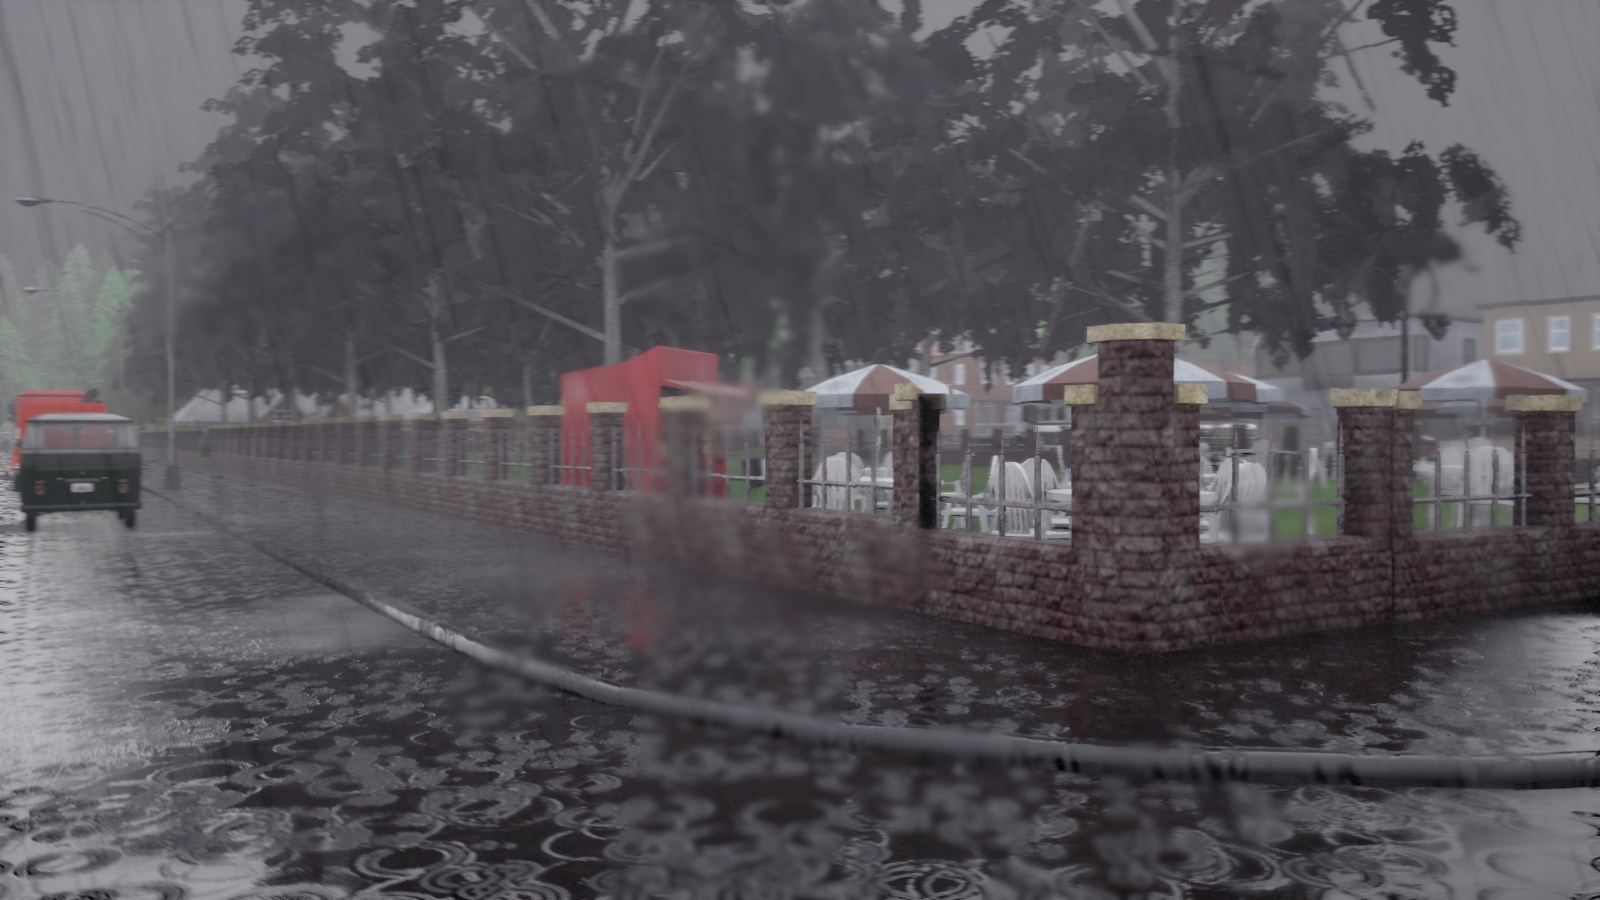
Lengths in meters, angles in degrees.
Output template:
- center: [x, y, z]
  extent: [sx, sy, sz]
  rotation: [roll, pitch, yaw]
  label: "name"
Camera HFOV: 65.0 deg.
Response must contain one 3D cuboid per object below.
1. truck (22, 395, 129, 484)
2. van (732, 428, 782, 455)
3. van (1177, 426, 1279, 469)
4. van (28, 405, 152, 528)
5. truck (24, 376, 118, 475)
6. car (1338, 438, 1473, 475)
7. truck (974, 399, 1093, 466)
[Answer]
- center: [-21.798, -0.266, 37.744]
  extent: [2.627, 2.467, 5.204]
  rotation: [0, -1, -31]
  label: "truck"
- center: [-3.310, -0.656, 95.298]
  extent: [1.775, 1.987, 4.442]
  rotation: [0, 1, -33]
  label: "van"
- center: [21.092, -0.145, 62.027]
  extent: [2.069, 2.038, 4.480]
  rotation: [0, 1, -30]
  label: "van"
- center: [-12.788, 0.231, 22.562]
  extent: [1.775, 1.987, 4.442]
  rotation: [0, 1, -31]
  label: "van"
- center: [-27.978, -0.903, 48.159]
  extent: [2.891, 3.462, 7.936]
  rotation: [0, 1, -31]
  label: "truck"
- center: [25.909, 0.258, 53.891]
  extent: [2.163, 1.488, 4.792]
  rotation: [0, 1, -31]
  label: "car"
- center: [12.736, -0.982, 69.270]
  extent: [2.891, 3.462, 7.936]
  rotation: [0, 1, -19]
  label: "truck"
